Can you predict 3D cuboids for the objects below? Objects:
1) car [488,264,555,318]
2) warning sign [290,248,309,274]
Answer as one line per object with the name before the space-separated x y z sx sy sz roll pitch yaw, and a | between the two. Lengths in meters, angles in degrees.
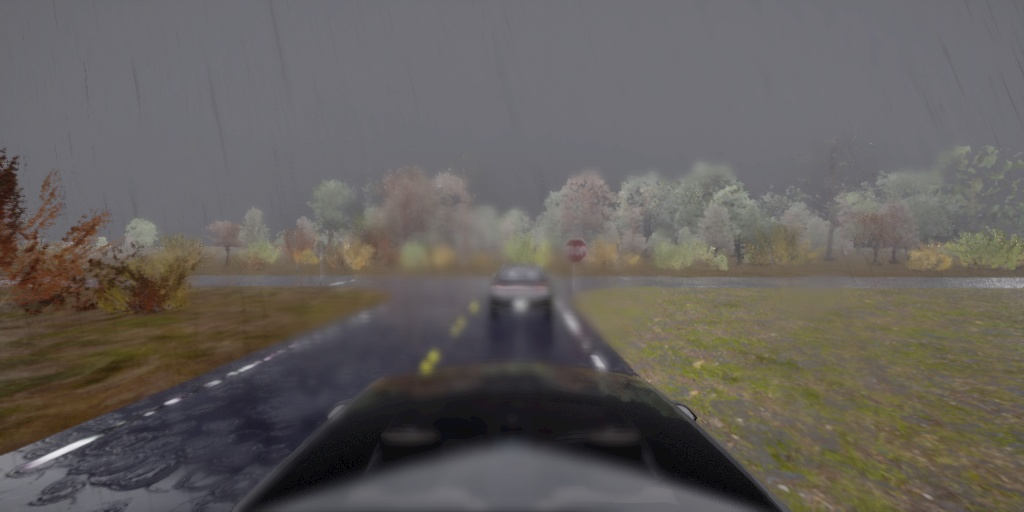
car | 0.375 1.014 11.768 2.128 1.511 4.902 0 1 4
warning sign | -15.720 0.326 26.386 1.060 1.860 1.300 0 0 1
